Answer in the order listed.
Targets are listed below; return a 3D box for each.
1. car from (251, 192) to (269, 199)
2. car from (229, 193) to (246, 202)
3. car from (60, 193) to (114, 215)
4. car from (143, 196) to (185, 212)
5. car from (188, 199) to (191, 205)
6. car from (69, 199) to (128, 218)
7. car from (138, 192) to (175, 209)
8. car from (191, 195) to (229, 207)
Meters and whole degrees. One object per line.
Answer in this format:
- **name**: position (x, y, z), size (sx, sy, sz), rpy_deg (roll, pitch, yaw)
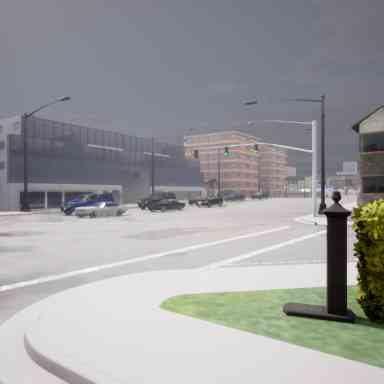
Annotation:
- **car**: position (13.707, 0.733, 66.768), size (2.033, 1.411, 5.357), rpy_deg (0, 0, 36)
- **car**: position (7.537, 0.901, 58.085), size (2.033, 1.411, 5.357), rpy_deg (0, 1, 35)
- **car**: position (-10.128, 1.171, 32.910), size (2.150, 2.045, 5.566), rpy_deg (0, 0, 35)
- **car**: position (-2.834, 1.493, 37.216), size (1.895, 1.301, 4.718), rpy_deg (0, 1, 35)
- **car**: position (1.415, 1.247, 49.376), size (1.895, 1.301, 4.718), rpy_deg (0, 2, 35)
- **car**: position (-8.091, 1.555, 29.712), size (1.895, 1.301, 4.718), rpy_deg (0, 0, 35)
- **car**: position (-4.187, 1.072, 41.384), size (2.150, 2.045, 5.566), rpy_deg (0, 1, 36)
- **car**: position (2.435, 1.217, 44.733), size (2.128, 1.511, 4.902), rpy_deg (0, 1, 35)
